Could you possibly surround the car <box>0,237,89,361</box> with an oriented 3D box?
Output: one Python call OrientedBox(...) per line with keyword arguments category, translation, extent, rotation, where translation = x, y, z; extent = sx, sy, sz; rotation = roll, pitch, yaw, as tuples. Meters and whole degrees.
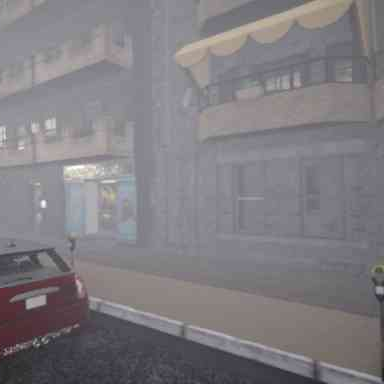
OrientedBox(category="car", translation=(-3.606, 1.466, 5.472), extent=(4.097, 1.590, 1.967), rotation=(0, -1, 36))
